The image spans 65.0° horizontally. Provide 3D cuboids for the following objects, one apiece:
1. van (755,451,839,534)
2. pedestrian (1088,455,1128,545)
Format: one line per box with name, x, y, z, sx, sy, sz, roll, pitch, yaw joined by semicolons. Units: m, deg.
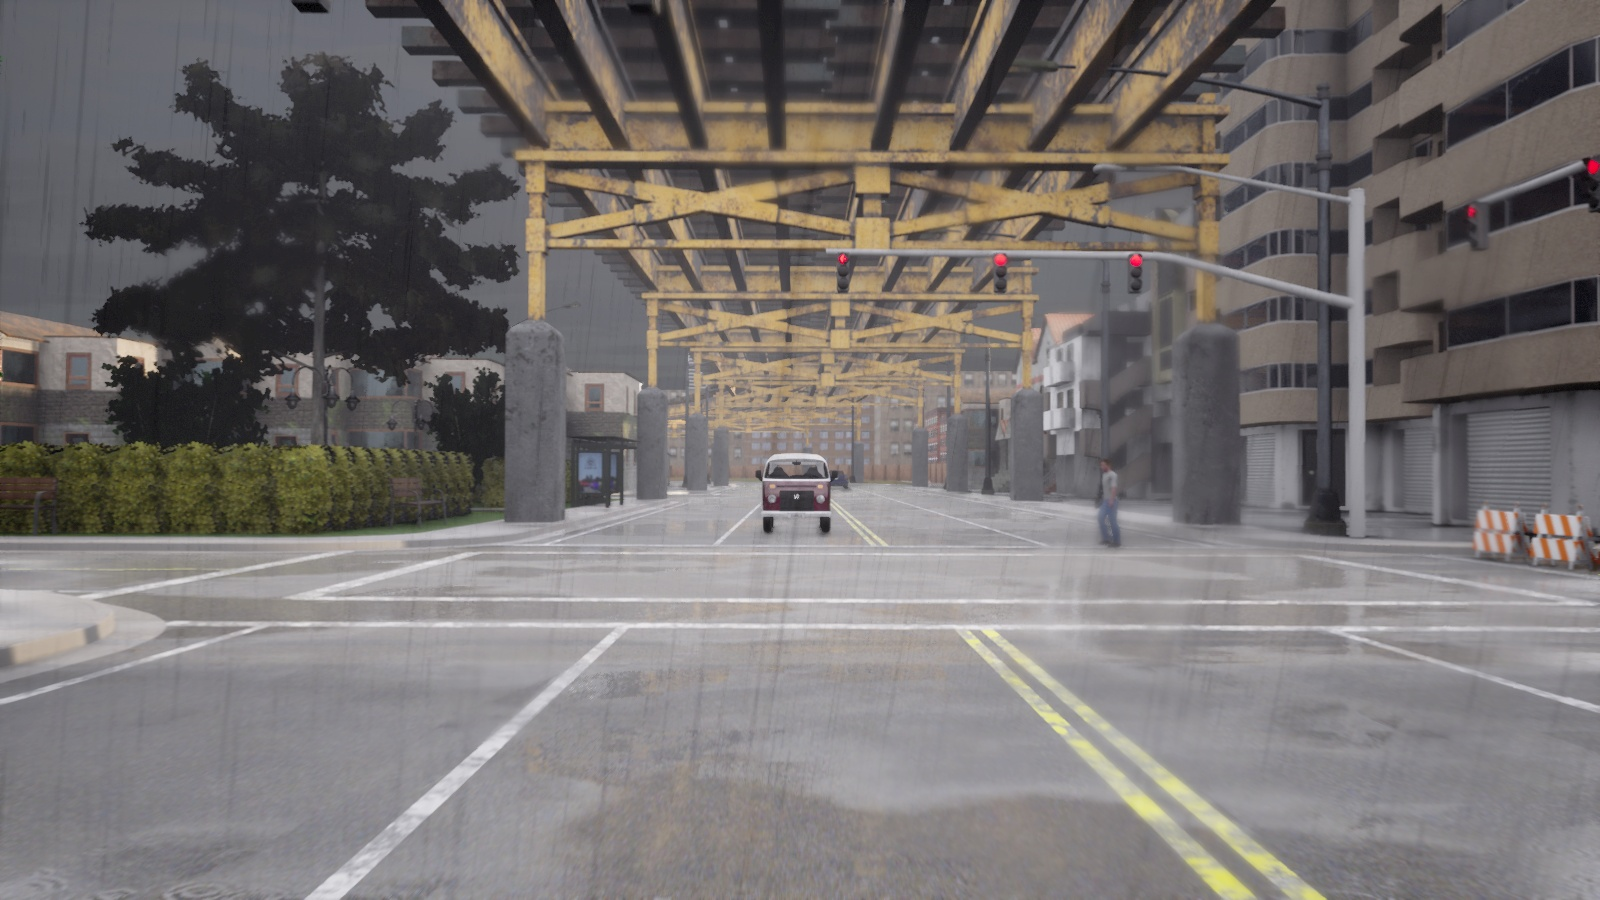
van;-0.084;1.097;33.301;2.069;2.038;4.480;0;-1;0
pedestrian;6.370;1.025;25.942;0.706;1.836;0.354;0;-1;-11
